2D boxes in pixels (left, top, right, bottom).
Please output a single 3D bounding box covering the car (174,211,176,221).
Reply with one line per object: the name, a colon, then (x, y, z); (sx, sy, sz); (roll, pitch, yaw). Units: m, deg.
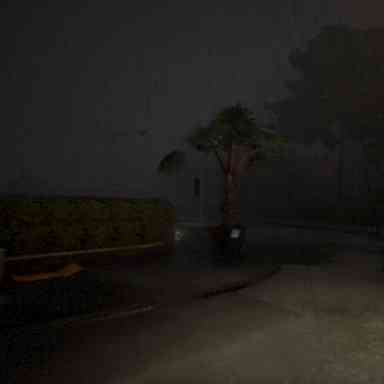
car: (-3.153, 1.587, 26.583); (1.882, 1.535, 5.008); (1, 0, -35)
